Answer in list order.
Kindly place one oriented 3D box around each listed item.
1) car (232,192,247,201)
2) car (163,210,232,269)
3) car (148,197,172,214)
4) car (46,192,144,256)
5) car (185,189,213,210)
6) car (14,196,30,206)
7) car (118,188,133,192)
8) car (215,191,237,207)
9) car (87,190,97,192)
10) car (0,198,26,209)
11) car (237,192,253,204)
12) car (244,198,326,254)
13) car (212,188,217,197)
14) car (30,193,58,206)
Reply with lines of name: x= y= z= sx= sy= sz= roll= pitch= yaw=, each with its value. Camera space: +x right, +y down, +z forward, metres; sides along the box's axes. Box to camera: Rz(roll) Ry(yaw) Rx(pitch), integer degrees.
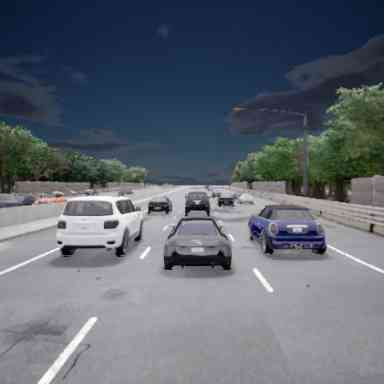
car: x=8.210 y=0.760 z=58.175 sx=2.033 sy=1.411 sz=5.357 roll=0 pitch=1 yaw=2
car: x=0.174 y=1.523 z=11.011 sx=1.994 sy=1.385 sz=4.181 roll=0 pitch=0 yaw=1
car: x=-2.944 y=1.206 z=31.492 sx=1.882 sy=1.535 sz=5.008 roll=0 pitch=1 yaw=1
car: x=-3.309 y=1.164 z=12.980 sx=2.150 sy=2.045 sz=5.566 roll=0 pitch=1 yaw=1
car: x=0.516 y=0.970 z=29.988 sx=2.150 sy=2.045 sz=5.566 roll=0 pitch=1 yaw=1
car: x=-20.328 y=1.160 z=39.738 sx=2.033 sy=1.411 sz=5.357 roll=0 pitch=1 yaw=2
car: x=-12.670 y=0.329 z=63.262 sx=2.150 sy=2.045 sz=5.566 roll=0 pitch=1 yaw=2
car: x=4.265 y=1.021 z=42.620 sx=1.882 sy=1.535 sz=5.008 roll=0 pitch=1 yaw=2
car: x=-22.812 y=0.244 z=75.382 sx=2.033 sy=1.411 sz=5.357 roll=0 pitch=1 yaw=2
car: x=-13.859 y=1.392 z=22.573 sx=2.033 sy=1.411 sz=5.357 roll=0 pitch=1 yaw=1
car: x=7.794 y=0.961 z=48.146 sx=1.812 sy=1.442 sz=4.674 roll=0 pitch=1 yaw=3
car: x=3.592 y=1.289 z=13.375 sx=2.097 sy=1.767 sz=4.553 roll=0 pitch=1 yaw=1
car: x=5.013 y=0.475 z=68.827 sx=1.812 sy=1.442 sz=4.674 roll=0 pitch=1 yaw=2
car: x=-16.908 y=0.959 z=39.901 sx=2.097 sy=1.767 sz=4.553 roll=0 pitch=1 yaw=2
